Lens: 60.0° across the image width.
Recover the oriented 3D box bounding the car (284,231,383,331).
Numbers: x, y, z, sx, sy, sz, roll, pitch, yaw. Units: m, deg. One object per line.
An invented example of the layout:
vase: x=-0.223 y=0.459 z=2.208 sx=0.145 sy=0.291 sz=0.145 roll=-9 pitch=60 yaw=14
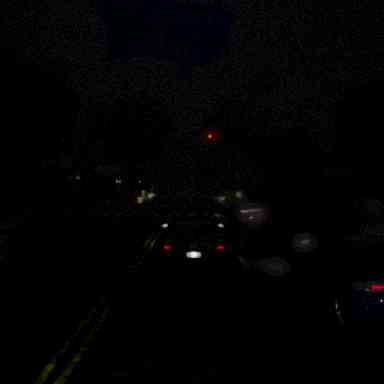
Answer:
car: x=3.305 y=1.477 z=6.711 sx=1.994 sy=1.385 sz=4.181 roll=0 pitch=1 yaw=0

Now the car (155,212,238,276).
car: x=0.032 y=1.438 z=9.938 sx=1.994 sy=1.385 sz=4.181 roll=0 pitch=1 yaw=0

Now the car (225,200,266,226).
car: x=3.219 y=1.228 z=20.631 sx=2.128 sy=1.511 sz=4.902 roll=0 pitch=1 yaw=-2
